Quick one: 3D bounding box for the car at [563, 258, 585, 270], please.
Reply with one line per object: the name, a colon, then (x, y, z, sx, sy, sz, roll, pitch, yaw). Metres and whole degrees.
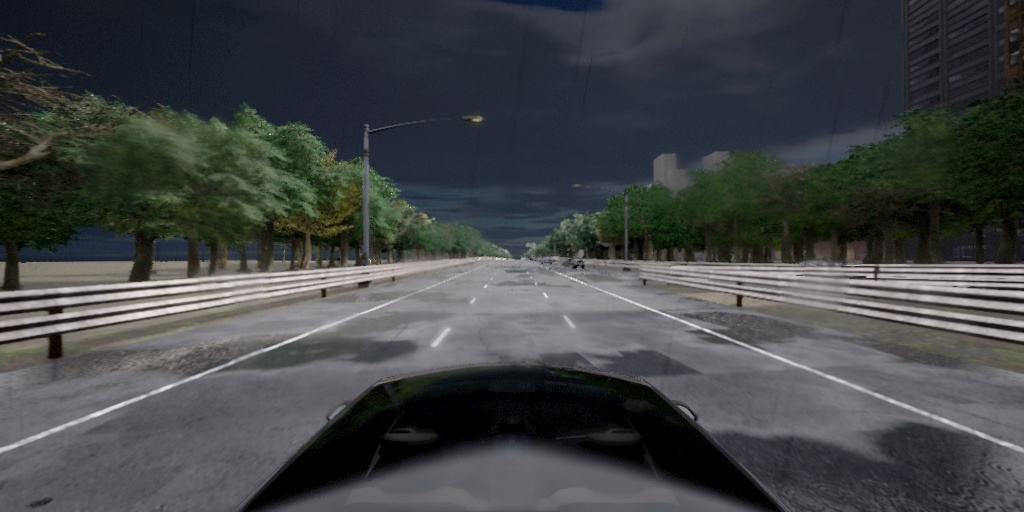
car: (8.477, 1.044, 49.392, 1.837, 1.490, 4.892, 0, 0, -11)

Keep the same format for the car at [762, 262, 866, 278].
car: (17.554, 1.077, 21.222, 2.128, 1.511, 4.902, 0, -1, -28)
